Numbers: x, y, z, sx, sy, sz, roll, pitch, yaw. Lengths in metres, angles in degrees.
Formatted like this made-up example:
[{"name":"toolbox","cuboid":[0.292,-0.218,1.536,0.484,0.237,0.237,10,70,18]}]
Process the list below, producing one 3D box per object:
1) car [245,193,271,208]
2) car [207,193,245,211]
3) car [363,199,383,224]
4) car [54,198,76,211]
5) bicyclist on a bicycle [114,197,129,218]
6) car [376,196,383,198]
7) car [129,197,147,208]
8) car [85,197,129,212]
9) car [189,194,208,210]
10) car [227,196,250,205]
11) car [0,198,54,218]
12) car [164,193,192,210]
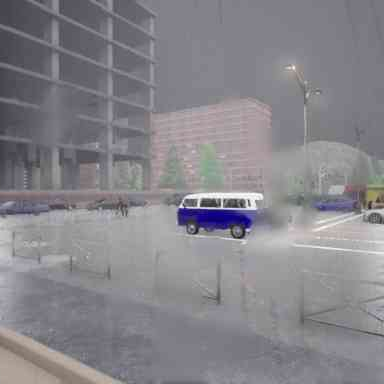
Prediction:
[{"name":"car","cuboid":[11.034,1.436,56.157,2.128,1.511,4.902,0,0,35]},{"name":"car","cuboid":[4.929,1.166,47.431,2.150,2.045,5.566,0,0,36]},{"name":"car","cuboid":[13.246,1.395,21.481,3.806,1.475,1.970,0,0,36]},{"name":"car","cuboid":[-15.316,1.436,37.186,2.128,1.511,4.902,0,0,35]},{"name":"bicyclist on a bicycle","cuboid":[-5.504,1.248,25.969,1.656,1.620,0.582,0,0,35]},{"name":"car","cuboid":[16.452,1.153,26.046,4.605,1.855,1.932,0,0,36]},{"name":"car","cuboid":[-8.478,1.434,46.862,2.128,1.511,4.902,0,0,35]},{"name":"car","cuboid":[-10.033,1.449,38.602,1.837,1.490,4.892,0,0,35]},{"name":"car","cuboid":[2.250,1.436,49.692,2.128,1.511,4.902,0,0,36]},{"name":"car","cuboid":[8.174,1.422,58.174,1.882,1.535,5.008,0,0,35]},{"name":"car","cuboid":[-15.858,1.492,30.348,2.033,1.411,5.357,0,0,35]},{"name":"car","cuboid":[-1.898,1.164,50.082,2.150,2.045,5.566,0,0,36]}]
